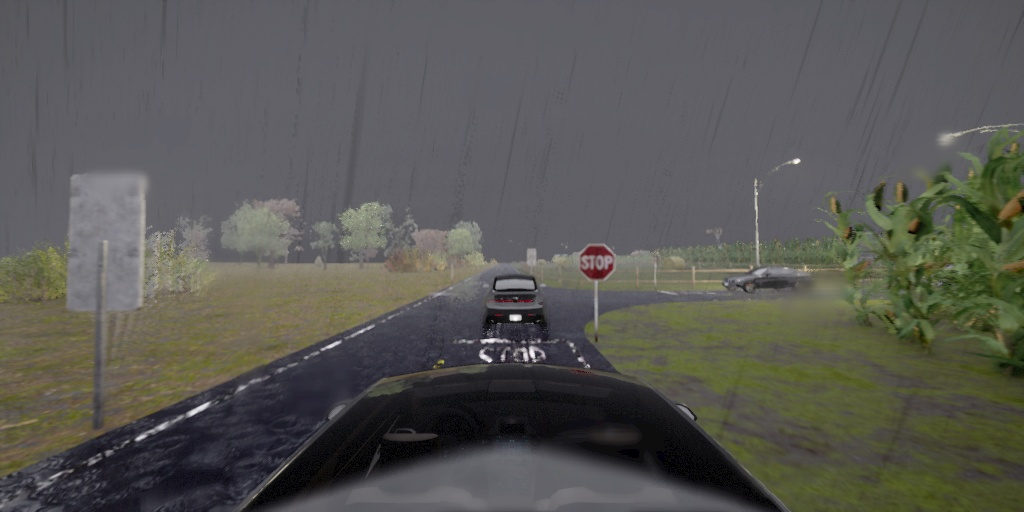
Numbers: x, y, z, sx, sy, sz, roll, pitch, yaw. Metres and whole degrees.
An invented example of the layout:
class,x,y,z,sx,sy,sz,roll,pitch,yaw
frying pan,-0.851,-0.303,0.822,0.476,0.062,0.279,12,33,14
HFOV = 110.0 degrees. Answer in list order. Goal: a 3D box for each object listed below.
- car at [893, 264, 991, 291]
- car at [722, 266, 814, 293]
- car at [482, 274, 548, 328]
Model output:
class,x,y,z,sx,sy,sz,roll,pitch,yaw
car,24.800,1.182,20.603,4.902,1.511,2.128,-1,-1,-1
car,14.512,1.314,20.438,4.674,1.442,1.812,-1,-1,-1
car,0.087,1.327,11.728,1.837,1.490,4.892,-1,1,0
